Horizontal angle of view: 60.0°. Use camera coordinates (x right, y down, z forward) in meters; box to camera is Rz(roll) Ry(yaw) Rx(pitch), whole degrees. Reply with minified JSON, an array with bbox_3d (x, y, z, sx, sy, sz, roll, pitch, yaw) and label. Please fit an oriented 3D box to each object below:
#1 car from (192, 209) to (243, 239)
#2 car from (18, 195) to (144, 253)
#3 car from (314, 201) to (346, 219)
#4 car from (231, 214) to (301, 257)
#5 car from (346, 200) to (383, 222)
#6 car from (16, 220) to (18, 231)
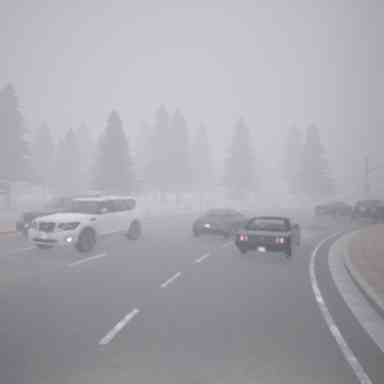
[{"bbox_3d":[1.689,1.576,17.594,1.994,1.385,4.181,0,0,29],"label":"car"},{"bbox_3d":[-4.128,1.205,14.129,2.150,2.045,5.566,0,0,22],"label":"car"},{"bbox_3d":[13.243,1.550,30.386,5.008,1.535,1.882,0,0,-36],"label":"car"},{"bbox_3d":[3.200,1.620,13.162,1.895,1.301,4.718,0,0,23],"label":"car"},{"bbox_3d":[15.114,1.433,27.407,4.553,1.767,2.097,0,0,-37],"label":"car"},{"bbox_3d":[-6.384,1.195,17.678,2.150,2.045,5.566,0,0,25],"label":"car"}]
